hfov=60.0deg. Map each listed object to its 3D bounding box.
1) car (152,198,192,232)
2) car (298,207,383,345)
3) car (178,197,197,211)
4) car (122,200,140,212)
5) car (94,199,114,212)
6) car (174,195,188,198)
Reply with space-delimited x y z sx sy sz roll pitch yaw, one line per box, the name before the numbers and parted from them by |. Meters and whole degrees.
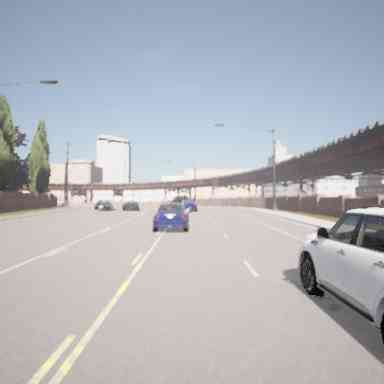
car | -1.231 1.435 20.926 2.097 1.767 4.553 0 0 0
car | 3.599 1.245 5.586 2.150 2.045 5.566 0 0 0
car | -0.428 1.706 42.518 1.812 1.442 4.674 0 0 -6
car | -7.647 1.727 42.227 1.994 1.385 4.181 0 0 -5
car | -11.168 1.650 42.411 2.128 1.511 4.902 0 0 -5
car | -1.893 1.563 53.430 2.150 2.045 5.566 0 -1 -13
